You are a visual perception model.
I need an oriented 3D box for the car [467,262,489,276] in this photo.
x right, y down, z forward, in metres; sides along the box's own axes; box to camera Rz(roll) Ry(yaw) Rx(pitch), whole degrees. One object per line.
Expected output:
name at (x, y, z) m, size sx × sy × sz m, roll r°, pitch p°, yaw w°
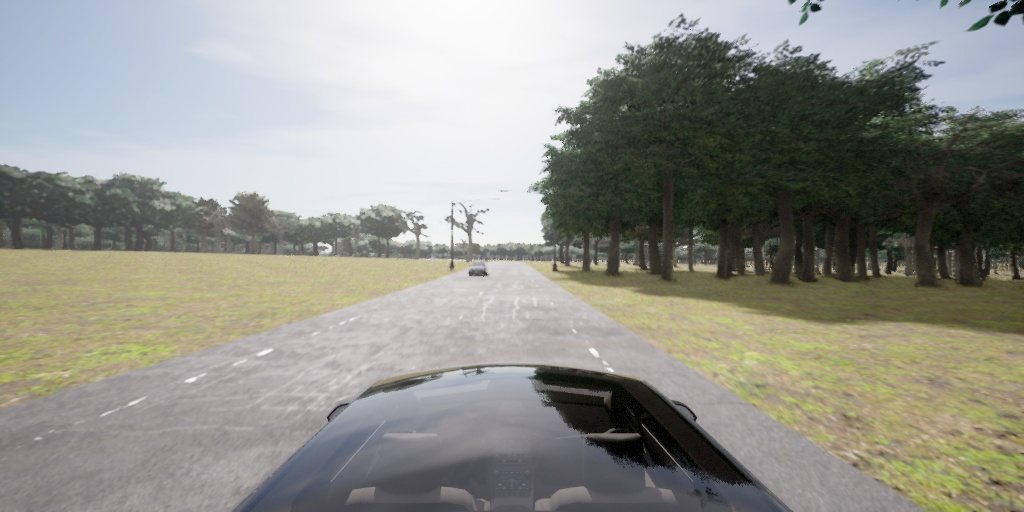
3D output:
car at (-3.582, 1.347, 38.522) m, size 1.812 × 1.442 × 4.674 m, roll 0°, pitch 0°, yaw 0°
